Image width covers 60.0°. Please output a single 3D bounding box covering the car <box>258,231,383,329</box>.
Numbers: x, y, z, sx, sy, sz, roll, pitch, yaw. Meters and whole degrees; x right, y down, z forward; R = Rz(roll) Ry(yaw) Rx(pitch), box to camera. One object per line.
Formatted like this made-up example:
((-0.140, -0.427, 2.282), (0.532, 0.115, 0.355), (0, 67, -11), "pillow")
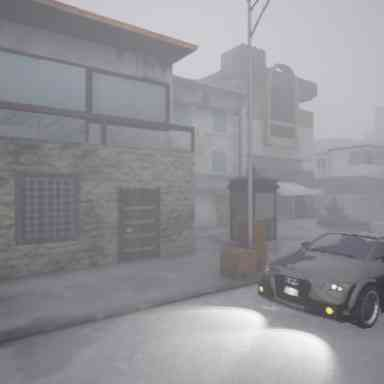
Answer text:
((3.358, 1.542, 6.934), (4.181, 1.385, 1.994), (0, 0, -35), "car")
